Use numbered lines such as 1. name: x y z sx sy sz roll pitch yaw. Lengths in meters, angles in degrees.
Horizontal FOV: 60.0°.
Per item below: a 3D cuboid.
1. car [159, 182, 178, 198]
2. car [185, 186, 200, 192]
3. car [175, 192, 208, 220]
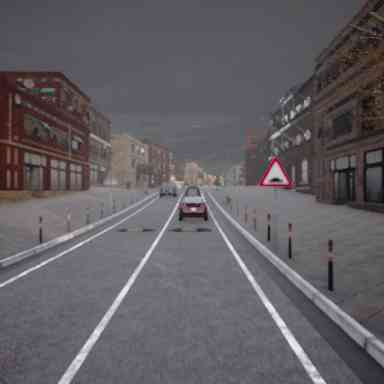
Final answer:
1. car: -3.071 -0.327 44.273 2.150 2.045 5.566 0 3 0
2. car: 0.094 0.054 41.468 2.033 1.649 4.856 0 4 0
3. car: 0.093 1.057 23.710 2.163 1.488 4.792 0 2 0
